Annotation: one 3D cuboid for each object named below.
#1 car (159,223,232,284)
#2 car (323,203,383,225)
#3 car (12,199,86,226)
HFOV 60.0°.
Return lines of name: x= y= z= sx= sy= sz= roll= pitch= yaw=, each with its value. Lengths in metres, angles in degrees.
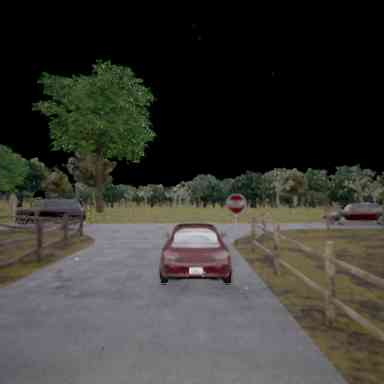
car: x=0.092 y=1.655 z=9.831 sx=1.812 sy=1.442 sz=4.674 roll=0 pitch=-1 yaw=0
car: x=12.919 y=1.677 z=26.620 sx=4.553 sy=1.767 sz=2.097 roll=0 pitch=-2 yaw=-1
car: x=-11.390 y=1.637 z=26.698 sx=5.566 sy=2.045 sz=2.150 roll=0 pitch=-3 yaw=5
